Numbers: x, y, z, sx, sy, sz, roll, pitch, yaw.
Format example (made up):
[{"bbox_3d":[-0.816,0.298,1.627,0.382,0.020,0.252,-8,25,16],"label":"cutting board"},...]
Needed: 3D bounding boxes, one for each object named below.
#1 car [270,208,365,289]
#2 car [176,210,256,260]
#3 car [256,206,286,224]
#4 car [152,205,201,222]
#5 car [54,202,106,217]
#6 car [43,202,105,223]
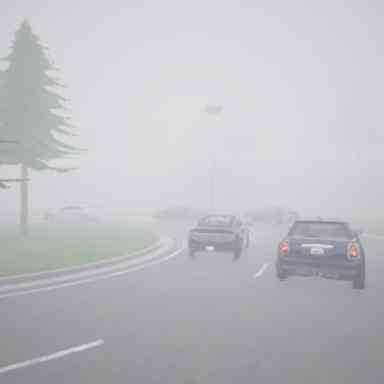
[{"bbox_3d":[3.919,1.484,10.004,2.097,1.767,4.553,0,-1,24],"label":"car"},{"bbox_3d":[1.174,1.635,13.140,2.128,1.511,4.902,1,-1,14],"label":"car"},{"bbox_3d":[5.853,1.790,24.780,2.128,1.511,4.902,1,-1,-27],"label":"car"},{"bbox_3d":[-0.922,1.827,27.939,5.357,1.411,2.033,0,-1,38],"label":"car"},{"bbox_3d":[-11.280,1.789,33.829,4.674,1.442,1.812,0,-1,-2],"label":"car"},{"bbox_3d":[-9.686,1.732,27.105,4.674,1.442,1.812,0,-1,2],"label":"car"}]
